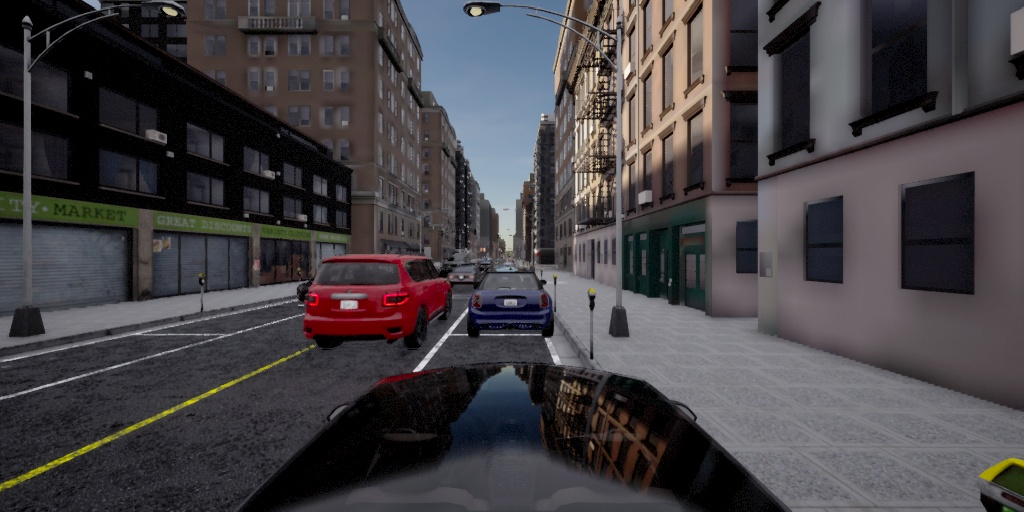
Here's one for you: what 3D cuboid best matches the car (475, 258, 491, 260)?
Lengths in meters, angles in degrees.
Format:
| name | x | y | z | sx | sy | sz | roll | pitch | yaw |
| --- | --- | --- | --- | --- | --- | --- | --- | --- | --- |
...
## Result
| name | x | y | z | sx | sy | sz | roll | pitch | yaw |
| --- | --- | --- | --- | --- | --- | --- | --- | --- | --- |
| car | -2.940 | 1.247 | 41.843 | 1.837 | 1.490 | 4.892 | 0 | 0 | 0 |

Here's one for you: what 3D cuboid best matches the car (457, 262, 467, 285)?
| name | x | y | z | sx | sy | sz | roll | pitch | yaw |
| --- | --- | --- | --- | --- | --- | --- | --- | --- | --- |
| car | -2.957 | 1.297 | 23.548 | 2.033 | 1.411 | 5.357 | 0 | 0 | 0 |

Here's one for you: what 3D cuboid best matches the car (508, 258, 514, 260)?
| name | x | y | z | sx | sy | sz | roll | pitch | yaw |
| --- | --- | --- | --- | --- | --- | --- | --- | --- | --- |
| car | -0.383 | 1.269 | 39.031 | 1.751 | 1.417 | 4.829 | 0 | 0 | 0 |

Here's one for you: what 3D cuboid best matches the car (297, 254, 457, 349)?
| name | x | y | z | sx | sy | sz | roll | pitch | yaw |
| --- | --- | --- | --- | --- | --- | --- | --- | --- | --- |
| car | -3.022 | 0.974 | 9.310 | 2.150 | 2.045 | 5.566 | 0 | 0 | 0 |

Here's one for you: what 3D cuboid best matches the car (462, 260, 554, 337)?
| name | x | y | z | sx | sy | sz | roll | pitch | yaw |
| --- | --- | --- | --- | --- | --- | --- | --- | --- | --- |
| car | -0.033 | 1.102 | 10.470 | 2.097 | 1.767 | 4.553 | 0 | 0 | 0 |

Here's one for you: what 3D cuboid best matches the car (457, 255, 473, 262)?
| name | x | y | z | sx | sy | sz | roll | pitch | yaw |
| --- | --- | --- | --- | --- | --- | --- | --- | --- | --- |
| car | -5.853 | 0.964 | 38.714 | 2.150 | 2.045 | 5.566 | 0 | 0 | 0 |
